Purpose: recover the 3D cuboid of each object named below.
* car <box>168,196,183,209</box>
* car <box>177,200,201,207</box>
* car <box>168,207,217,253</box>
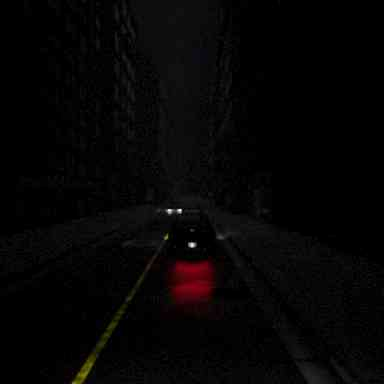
[{"bbox_3d":[-2.717,1.693,54.700,2.150,2.045,5.566,0,-1,0],"label":"car"},{"bbox_3d":[0.023,1.763,29.297,2.128,1.511,4.902,0,0,0],"label":"car"},{"bbox_3d":[0.013,1.643,14.304,1.837,1.490,4.892,0,0,0],"label":"car"}]
